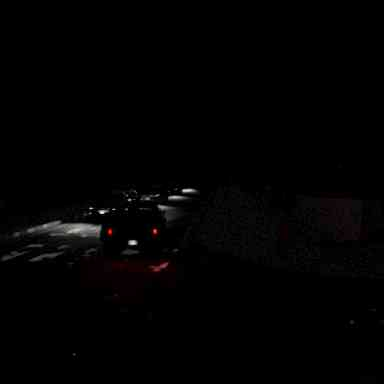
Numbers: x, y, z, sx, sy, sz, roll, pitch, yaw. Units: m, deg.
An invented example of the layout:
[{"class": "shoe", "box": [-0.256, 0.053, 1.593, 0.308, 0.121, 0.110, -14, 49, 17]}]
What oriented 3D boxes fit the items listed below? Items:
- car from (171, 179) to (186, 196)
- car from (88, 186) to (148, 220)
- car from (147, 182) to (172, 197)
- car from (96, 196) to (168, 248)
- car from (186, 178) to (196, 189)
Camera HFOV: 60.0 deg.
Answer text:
[{"class": "car", "box": [-2.103, -0.442, 37.115, 1.812, 1.442, 4.674, 1, 3, 6]}, {"class": "car", "box": [-4.057, 0.606, 18.353, 1.837, 1.490, 4.892, 1, 3, 6]}, {"class": "car", "box": [-3.112, 0.109, 27.466, 1.812, 1.442, 4.674, 1, 3, 6]}, {"class": "car", "box": [-1.916, 1.070, 11.928, 1.895, 1.301, 4.718, 0, 3, -5]}, {"class": "car", "box": [-0.498, -1.348, 51.863, 2.128, 1.511, 4.902, 1, 3, 6]}]
